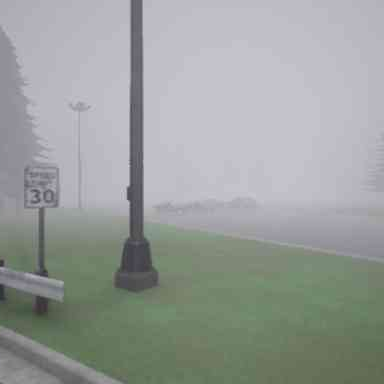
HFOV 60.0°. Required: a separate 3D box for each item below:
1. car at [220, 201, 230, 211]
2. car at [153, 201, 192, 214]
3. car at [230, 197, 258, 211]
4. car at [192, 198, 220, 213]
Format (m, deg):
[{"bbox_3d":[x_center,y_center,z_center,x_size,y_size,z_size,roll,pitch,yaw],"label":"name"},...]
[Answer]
[{"bbox_3d":[2.239,1.516,40.786,1.812,1.442,4.674,0,0,-32],"label":"car"},{"bbox_3d":[-2.348,1.596,34.942,1.895,1.301,4.718,0,0,-32],"label":"car"},{"bbox_3d":[5.998,1.340,41.403,2.097,1.767,4.553,0,0,-32],"label":"car"},{"bbox_3d":[0.621,1.593,36.798,1.895,1.301,4.718,0,0,-32],"label":"car"}]
